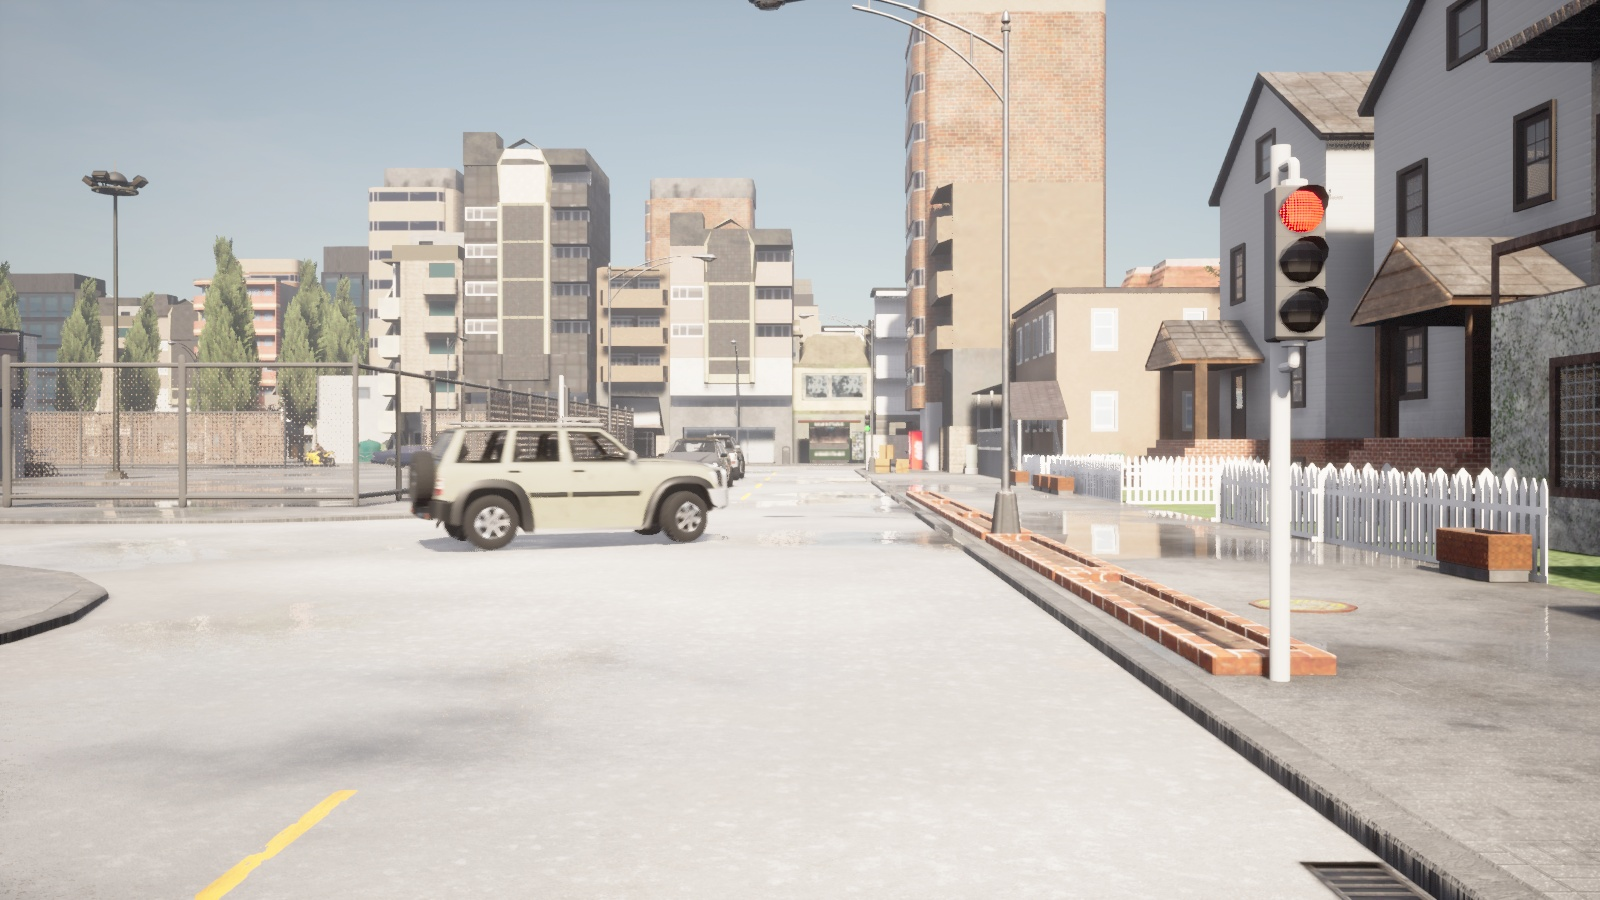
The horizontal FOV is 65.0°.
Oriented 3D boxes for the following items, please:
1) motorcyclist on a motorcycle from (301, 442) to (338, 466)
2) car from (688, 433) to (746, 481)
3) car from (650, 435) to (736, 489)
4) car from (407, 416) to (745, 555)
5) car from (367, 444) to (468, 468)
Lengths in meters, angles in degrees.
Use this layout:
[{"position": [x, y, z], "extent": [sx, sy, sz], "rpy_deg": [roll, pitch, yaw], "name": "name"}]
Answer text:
[{"position": [-30.227, 0.258, 78.965], "extent": [2.044, 1.523, 0.797], "rpy_deg": [0, 0, 1], "name": "motorcyclist on a motorcycle"}, {"position": [-3.313, 0.273, 50.980], "extent": [1.932, 1.855, 4.605], "rpy_deg": [0, 0, 2], "name": "car"}, {"position": [-3.419, 0.357, 41.005], "extent": [2.242, 1.667, 4.611], "rpy_deg": [0, 0, 2], "name": "car"}, {"position": [-3.320, 0.455, 18.720], "extent": [4.605, 1.855, 1.932], "rpy_deg": [0, 1, -26], "name": "car"}, {"position": [-22.766, 0.353, 74.878], "extent": [5.357, 1.411, 2.033], "rpy_deg": [0, 0, 1], "name": "car"}]
